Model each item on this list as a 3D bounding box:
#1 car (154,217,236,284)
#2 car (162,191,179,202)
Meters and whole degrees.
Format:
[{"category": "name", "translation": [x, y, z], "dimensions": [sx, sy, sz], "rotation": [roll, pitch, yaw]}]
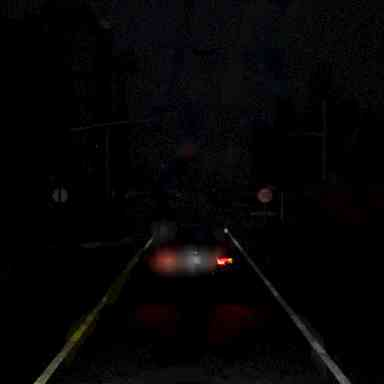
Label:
[{"category": "car", "translation": [0.079, 1.411, 9.218], "dimensions": [2.033, 1.411, 5.357], "rotation": [0, 1, 0]}, {"category": "car", "translation": [-3.471, 0.803, 50.889], "dimensions": [2.033, 1.411, 5.357], "rotation": [0, 1, 0]}]
